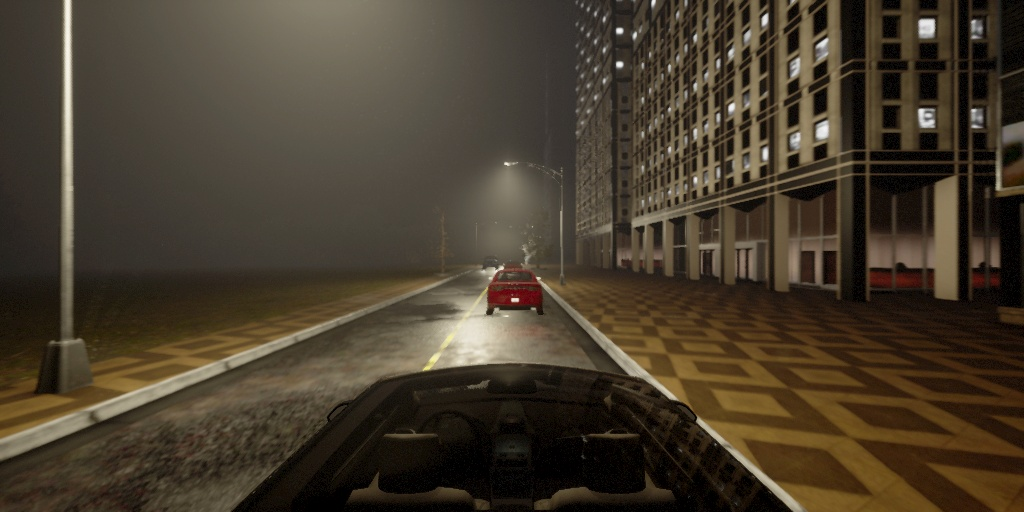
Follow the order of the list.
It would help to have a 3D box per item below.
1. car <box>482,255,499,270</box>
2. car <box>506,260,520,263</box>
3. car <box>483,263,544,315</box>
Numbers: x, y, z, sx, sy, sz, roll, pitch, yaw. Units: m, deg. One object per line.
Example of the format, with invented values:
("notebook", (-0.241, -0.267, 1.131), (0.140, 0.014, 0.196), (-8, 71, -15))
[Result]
("car", (-3.007, 0.920, 51.421), (2.150, 2.045, 5.566), (0, 0, 0))
("car", (0.095, 1.191, 37.037), (1.882, 1.535, 5.008), (0, 0, 0))
("car", (0.098, 1.215, 13.614), (1.882, 1.535, 5.008), (0, 0, 0))
